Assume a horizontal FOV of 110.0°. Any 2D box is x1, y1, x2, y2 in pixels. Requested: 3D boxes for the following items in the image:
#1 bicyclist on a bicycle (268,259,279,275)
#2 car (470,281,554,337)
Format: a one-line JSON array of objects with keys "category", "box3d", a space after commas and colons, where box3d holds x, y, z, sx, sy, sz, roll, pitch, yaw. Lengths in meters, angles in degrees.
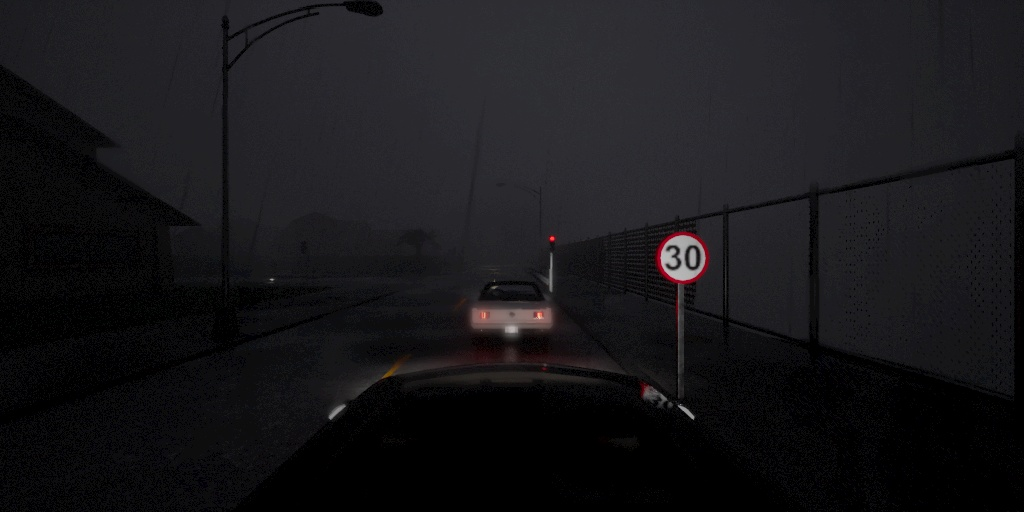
[{"category": "bicyclist on a bicycle", "box3d": [-24.318, 1.099, 36.521, 0.582, 1.620, 1.656, 0, 0, 0]}, {"category": "car", "box3d": [-0.001, 1.351, 10.210, 1.895, 1.301, 4.718, 0, 0, 0]}]
